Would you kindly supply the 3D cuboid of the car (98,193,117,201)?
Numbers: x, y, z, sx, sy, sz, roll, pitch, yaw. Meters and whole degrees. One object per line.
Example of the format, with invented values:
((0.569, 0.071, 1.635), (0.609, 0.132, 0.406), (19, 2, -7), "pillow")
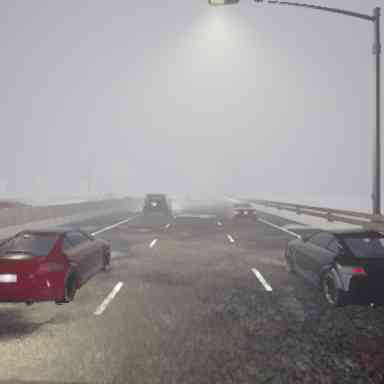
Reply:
((-16.222, 1.139, 65.890), (2.150, 2.045, 5.566), (0, 0, 2), "car")

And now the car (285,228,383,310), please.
((3.631, 1.544, 7.869), (1.994, 1.385, 4.181), (0, 0, 0), "car")

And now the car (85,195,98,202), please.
((-19.715, 1.437, 66.050), (2.128, 1.511, 4.902), (0, 0, 2), "car")

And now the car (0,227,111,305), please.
((-3.368, 1.541, 8.093), (1.994, 1.385, 4.181), (0, 0, 0), "car")

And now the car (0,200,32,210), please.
((-13.897, 1.419, 24.891), (1.882, 1.535, 5.008), (0, 0, 1), "car")

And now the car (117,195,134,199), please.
((-12.728, 1.394, 65.785), (1.882, 1.535, 5.008), (0, 0, 3), "car")

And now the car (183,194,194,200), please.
((-1.254, 1.450, 87.151), (1.837, 1.490, 4.892), (0, 0, 3), "car")

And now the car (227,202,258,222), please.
((3.811, 1.495, 25.816), (2.033, 1.411, 5.357), (0, 0, 1), "car")

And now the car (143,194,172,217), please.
((-3.108, 1.161, 30.560), (2.150, 2.045, 5.566), (0, 0, 1), "car")
